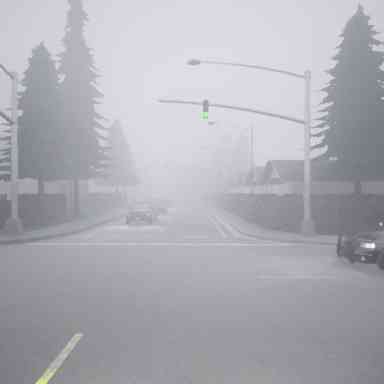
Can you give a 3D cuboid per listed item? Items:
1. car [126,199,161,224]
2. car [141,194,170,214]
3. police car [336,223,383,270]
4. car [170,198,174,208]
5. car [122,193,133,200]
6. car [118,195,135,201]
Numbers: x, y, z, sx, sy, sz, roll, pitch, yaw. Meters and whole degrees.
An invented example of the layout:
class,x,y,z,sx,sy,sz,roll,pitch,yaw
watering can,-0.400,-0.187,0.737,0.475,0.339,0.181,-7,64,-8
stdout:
class,x,y,z,sx,sy,sz,roll,pitch,yaw
car,-3.691,1.541,24.993,1.812,1.442,4.674,0,0,1
car,-3.726,1.372,34.765,2.097,1.767,4.553,0,0,0
police car,7.067,1.479,9.971,4.974,1.542,2.038,0,0,3
car,-3.703,1.592,49.161,1.994,1.385,4.181,0,0,0
car,-17.097,1.125,80.441,3.866,1.878,1.905,0,0,-1
car,-16.519,1.410,83.771,3.806,1.475,1.970,0,0,-1
